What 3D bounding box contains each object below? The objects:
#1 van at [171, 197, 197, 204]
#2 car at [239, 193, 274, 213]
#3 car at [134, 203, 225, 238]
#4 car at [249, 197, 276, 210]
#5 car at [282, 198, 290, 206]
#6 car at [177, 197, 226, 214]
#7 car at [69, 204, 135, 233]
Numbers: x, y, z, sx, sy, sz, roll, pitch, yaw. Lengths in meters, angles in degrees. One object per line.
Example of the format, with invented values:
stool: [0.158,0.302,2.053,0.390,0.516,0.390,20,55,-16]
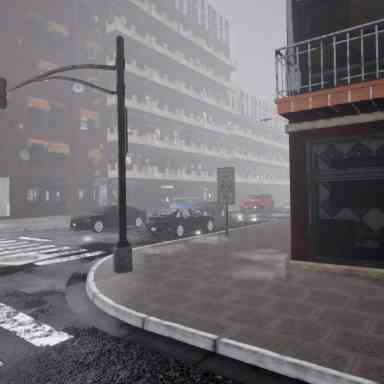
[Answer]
van: [-0.399,1.365,30.424,1.690,1.788,3.998,-1,-1,36]
car: [7.252,1.174,36.875,2.150,2.045,5.566,-1,-1,36]
car: [-0.470,1.435,16.778,2.008,1.369,4.403,-1,-1,36]
car: [9.327,1.431,44.014,1.967,1.590,4.097,-1,-1,36]
car: [15.713,1.496,52.935,1.752,1.417,4.829,-1,-1,36]
car: [1.167,1.478,28.368,1.837,1.490,4.892,-1,-1,35]
car: [-4.882,1.475,19.919,1.882,1.535,5.008,-1,-1,36]
